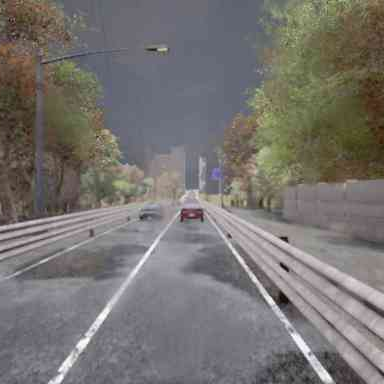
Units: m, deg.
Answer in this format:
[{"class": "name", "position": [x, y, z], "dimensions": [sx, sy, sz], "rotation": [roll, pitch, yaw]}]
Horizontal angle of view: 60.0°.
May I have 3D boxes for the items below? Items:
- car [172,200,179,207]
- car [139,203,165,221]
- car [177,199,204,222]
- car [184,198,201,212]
[{"class": "car", "position": [-3.253, 2.387, 70.859], "dimensions": [1.837, 1.490, 4.892], "rotation": [0, -1, 0]}, {"class": "car", "position": [-3.351, 1.690, 28.879], "dimensions": [2.033, 1.411, 5.357], "rotation": [0, -1, 0]}, {"class": "car", "position": [0.014, 1.611, 27.820], "dimensions": [1.882, 1.535, 5.008], "rotation": [0, -1, 0]}, {"class": "car", "position": [0.059, 1.688, 43.524], "dimensions": [2.097, 1.767, 4.553], "rotation": [0, -1, 0]}]
